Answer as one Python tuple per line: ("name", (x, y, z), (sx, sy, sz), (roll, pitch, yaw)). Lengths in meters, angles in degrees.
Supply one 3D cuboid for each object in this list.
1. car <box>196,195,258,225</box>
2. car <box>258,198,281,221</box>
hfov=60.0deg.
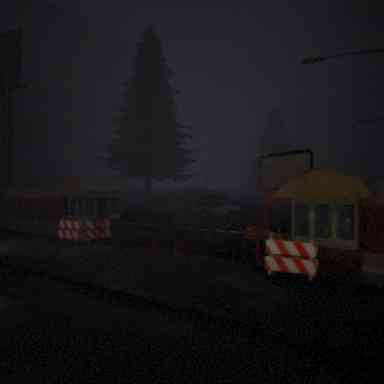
("car", (2.121, 1.146, 22.723), (3.866, 1.878, 1.905), (0, 0, 35))
("car", (4.058, 1.336, 24.783), (4.193, 1.474, 1.816), (0, 0, 35))
